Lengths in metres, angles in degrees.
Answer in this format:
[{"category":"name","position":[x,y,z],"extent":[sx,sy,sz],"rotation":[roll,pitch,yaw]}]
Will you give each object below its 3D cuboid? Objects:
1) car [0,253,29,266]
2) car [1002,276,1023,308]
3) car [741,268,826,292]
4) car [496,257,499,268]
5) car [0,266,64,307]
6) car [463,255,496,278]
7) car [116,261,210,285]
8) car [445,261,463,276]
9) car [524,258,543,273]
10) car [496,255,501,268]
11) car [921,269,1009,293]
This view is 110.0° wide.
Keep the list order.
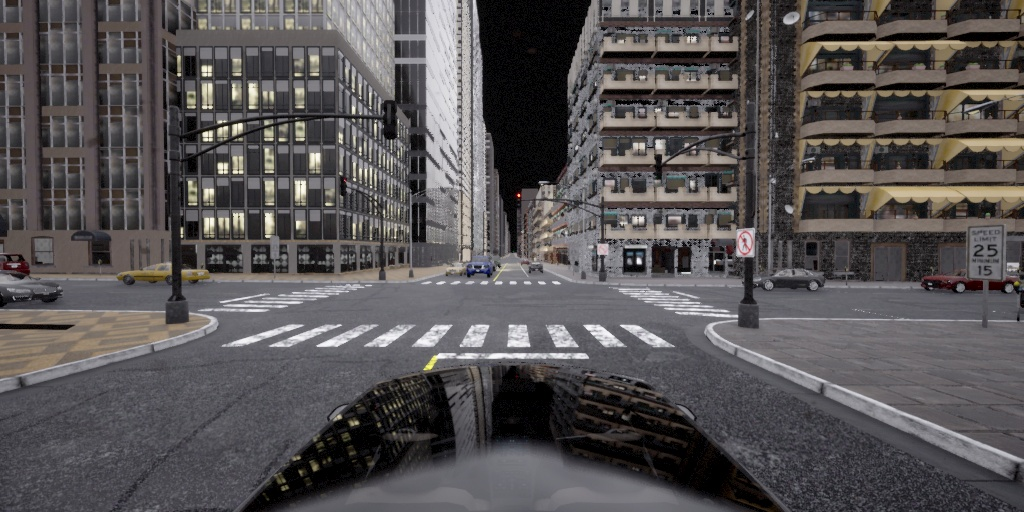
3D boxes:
[{"category":"car","position":[-33.577,0.713,22.516],"extent":[5.009,1.841,2.192],"rotation":[0,0,1]},{"category":"car","position":[21.736,1.576,13.257],"extent":[4.313,1.339,1.948],"rotation":[0,0,1]},{"category":"car","position":[16.344,1.376,21.724],"extent":[4.403,1.370,2.007],"rotation":[0,0,1]},{"category":"car","position":[-3.017,1.217,45.245],"extent":[1.882,1.535,5.008],"rotation":[0,0,0]},{"category":"car","position":[-20.265,1.204,13.954],"extent":[4.403,1.370,2.007],"rotation":[0,0,1]},{"category":"car","position":[-3.042,0.963,34.710],"extent":[2.150,2.045,5.566],"rotation":[0,0,0]},{"category":"car","position":[-21.631,1.030,22.290],"extent":[4.829,1.417,1.751],"rotation":[0,0,1]},{"category":"car","position":[-5.629,1.266,36.409],"extent":[1.751,1.417,4.829],"rotation":[0,0,0]},{"category":"car","position":[2.762,1.290,42.219],"extent":[2.007,1.370,4.403],"rotation":[0,0,0]},{"category":"car","position":[-2.971,0.949,59.462],"extent":[2.150,2.045,5.566],"rotation":[0,1,1]},{"category":"car","position":[27.409,1.462,21.548],"extent":[4.507,1.381,1.888],"rotation":[0,0,1]}]
